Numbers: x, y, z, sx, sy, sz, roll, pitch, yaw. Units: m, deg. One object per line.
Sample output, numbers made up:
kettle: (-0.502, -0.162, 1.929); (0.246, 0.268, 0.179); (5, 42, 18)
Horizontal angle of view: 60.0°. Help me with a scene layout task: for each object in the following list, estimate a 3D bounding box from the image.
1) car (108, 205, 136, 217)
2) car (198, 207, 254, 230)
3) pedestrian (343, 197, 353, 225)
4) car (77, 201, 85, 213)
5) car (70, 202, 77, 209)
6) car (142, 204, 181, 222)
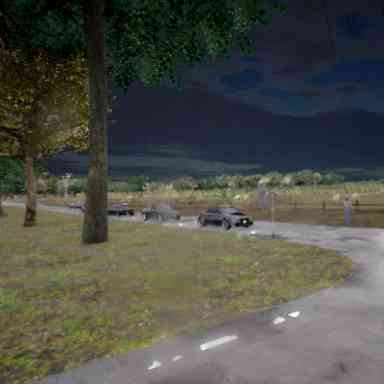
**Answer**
car: (-8.108, 2.092, 37.367); (1.895, 1.301, 4.718); (-2, 0, -35)
car: (2.192, 1.733, 22.675); (1.994, 1.385, 4.181); (-2, 0, -35)
pedestrian: (10.166, 1.215, 21.689); (0.375, 1.860, 0.375); (-3, 2, -35)
car: (-13.768, 2.225, 45.497); (1.994, 1.385, 4.181); (-2, 0, -34)
car: (-20.874, 2.418, 60.687); (1.994, 1.385, 4.181); (-2, 0, -35)
car: (-2.829, 1.833, 29.827); (1.837, 1.490, 4.892); (-2, 0, -35)
